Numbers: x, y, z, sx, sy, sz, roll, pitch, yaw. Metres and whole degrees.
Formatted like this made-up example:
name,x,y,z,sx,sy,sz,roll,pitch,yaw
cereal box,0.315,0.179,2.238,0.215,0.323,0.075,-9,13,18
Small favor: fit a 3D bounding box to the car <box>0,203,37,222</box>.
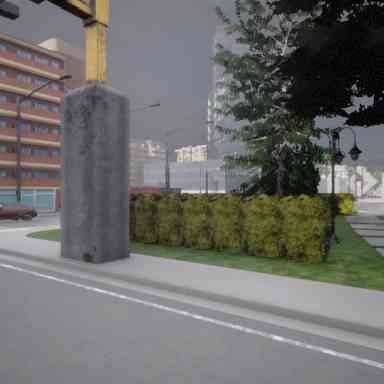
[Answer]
name,x,y,z,sx,sy,sz,roll,pitch,yaw
car,-13.899,1.526,24.597,1.812,1.442,4.674,0,0,36
